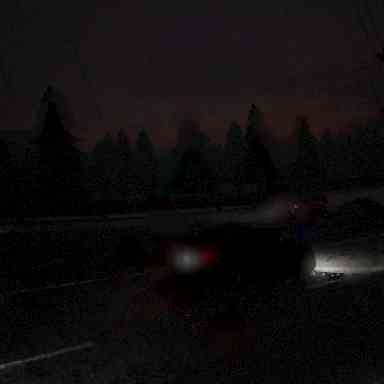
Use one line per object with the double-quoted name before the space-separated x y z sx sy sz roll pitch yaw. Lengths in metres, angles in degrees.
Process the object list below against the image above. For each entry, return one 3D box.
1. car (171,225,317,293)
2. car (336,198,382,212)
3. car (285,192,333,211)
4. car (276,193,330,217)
"car" 1.510 1.619 9.125 4.181 1.385 1.994 1 0 -36
"car" 13.271 1.199 26.357 4.181 1.385 1.994 -4 2 -35
"car" 12.075 0.894 34.099 4.902 1.511 2.128 -5 3 -35
"car" 9.086 1.132 27.673 4.553 1.767 2.097 -3 2 -35
